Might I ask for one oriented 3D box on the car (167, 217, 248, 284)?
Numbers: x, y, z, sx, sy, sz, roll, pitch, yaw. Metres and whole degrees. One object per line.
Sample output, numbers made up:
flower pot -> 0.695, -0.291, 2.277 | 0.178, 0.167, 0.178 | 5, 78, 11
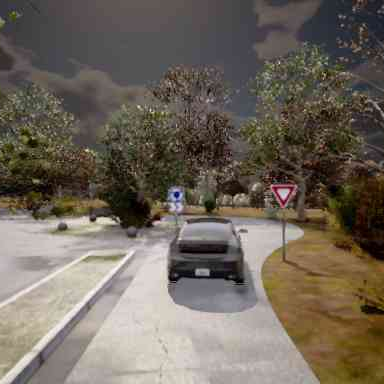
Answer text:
car -> 0.517, 1.488, 9.536 | 1.837, 1.490, 4.892 | 0, 0, 7
